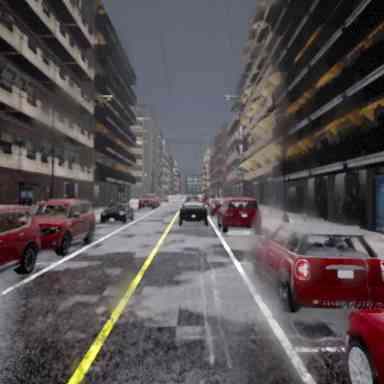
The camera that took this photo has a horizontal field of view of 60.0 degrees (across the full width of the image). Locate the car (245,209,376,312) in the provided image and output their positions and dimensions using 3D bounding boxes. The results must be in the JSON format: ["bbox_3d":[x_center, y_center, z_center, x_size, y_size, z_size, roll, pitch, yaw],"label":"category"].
[{"bbox_3d":[2.593,1.399,7.551,1.967,1.590,4.097,1,0,0],"label":"car"}]

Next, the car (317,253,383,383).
[{"bbox_3d":[2.584,1.533,2.019,1.887,1.381,4.507,1,0,0],"label":"car"}]

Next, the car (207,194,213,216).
[{"bbox_3d":[2.546,1.296,29.675,1.967,1.590,4.097,1,0,0],"label":"car"}]

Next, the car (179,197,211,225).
[{"bbox_3d":[0.097,1.360,23.278,1.882,1.535,5.008,0,0,0],"label":"car"}]

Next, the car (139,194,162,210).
[{"bbox_3d":[-5.299,1.130,40.791,2.192,1.841,5.009,1,0,0],"label":"car"}]

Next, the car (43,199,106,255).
[{"bbox_3d":[-5.293,1.246,13.139,2.192,1.841,5.009,1,0,0],"label":"car"}]

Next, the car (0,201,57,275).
[{"bbox_3d":[-5.292,1.275,7.609,2.192,1.841,5.009,1,0,0],"label":"car"}]

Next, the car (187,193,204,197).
[{"bbox_3d":[0.093,1.167,40.758,2.097,1.767,4.553,0,0,0],"label":"car"}]

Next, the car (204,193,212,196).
[{"bbox_3d":[2.544,1.097,51.800,2.192,1.841,5.009,1,0,0],"label":"car"}]

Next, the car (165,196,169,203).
[{"bbox_3d":[-5.310,1.339,62.917,1.802,1.307,4.206,1,0,0],"label":"car"}]

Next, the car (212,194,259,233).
[{"bbox_3d":[2.552,1.219,18.611,2.192,1.841,5.009,1,0,0],"label":"car"}]

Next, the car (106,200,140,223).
[{"bbox_3d":[-5.301,1.445,24.203,1.947,1.339,4.313,1,0,0],"label":"car"}]

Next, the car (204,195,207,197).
[{"bbox_3d":[2.541,1.397,40.739,1.802,1.307,4.206,1,0,0],"label":"car"}]

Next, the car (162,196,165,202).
[{"bbox_3d":[-5.306,1.342,46.323,1.887,1.381,4.507,1,0,0],"label":"car"}]

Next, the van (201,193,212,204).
[{"bbox_3d":[2.542,1.110,57.332,1.690,1.788,3.998,1,0,0],"label":"van"}]
